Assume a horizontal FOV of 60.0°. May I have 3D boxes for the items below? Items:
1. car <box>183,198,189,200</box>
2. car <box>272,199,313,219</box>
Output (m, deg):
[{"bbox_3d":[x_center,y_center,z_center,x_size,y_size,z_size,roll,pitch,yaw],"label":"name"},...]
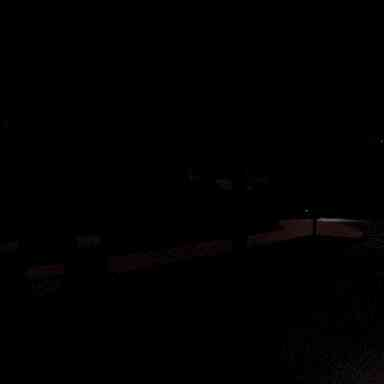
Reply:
[{"bbox_3d":[-2.480,1.066,36.190,5.566,2.045,2.150,0,0,41],"label":"car"},{"bbox_3d":[7.502,1.348,27.192,4.892,1.490,1.837,0,0,42],"label":"car"}]
